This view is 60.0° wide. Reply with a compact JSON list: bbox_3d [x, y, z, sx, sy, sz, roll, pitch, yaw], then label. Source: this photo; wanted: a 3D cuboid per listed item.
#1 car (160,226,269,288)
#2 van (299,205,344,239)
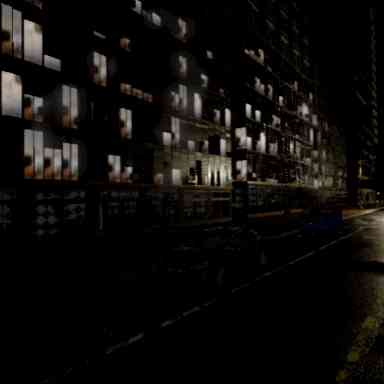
[{"bbox_3d":[0.861,1.756,9.931,2.008,1.369,4.403,-2,-1,36],"label":"car"},{"bbox_3d":[7.518,1.630,19.168,1.690,1.788,3.998,-2,-1,36],"label":"van"}]
